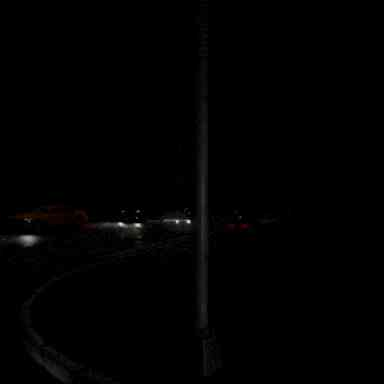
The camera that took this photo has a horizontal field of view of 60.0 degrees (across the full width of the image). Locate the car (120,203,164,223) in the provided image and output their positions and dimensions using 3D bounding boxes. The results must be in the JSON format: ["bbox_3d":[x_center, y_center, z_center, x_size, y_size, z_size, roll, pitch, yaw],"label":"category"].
[{"bbox_3d":[-4.338,1.746,29.389,2.097,1.767,4.553,0,-2,25],"label":"car"}]

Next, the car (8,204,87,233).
[{"bbox_3d":[-8.644,1.538,20.323,1.882,1.535,5.008,0,-1,25],"label":"car"}]

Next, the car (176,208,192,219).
[{"bbox_3d":[-0.047,2.477,38.425,1.895,1.301,4.718,0,-3,26],"label":"car"}]

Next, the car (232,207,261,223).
[{"bbox_3d":[5.547,2.293,33.444,2.128,1.511,4.902,0,-3,25],"label":"car"}]
